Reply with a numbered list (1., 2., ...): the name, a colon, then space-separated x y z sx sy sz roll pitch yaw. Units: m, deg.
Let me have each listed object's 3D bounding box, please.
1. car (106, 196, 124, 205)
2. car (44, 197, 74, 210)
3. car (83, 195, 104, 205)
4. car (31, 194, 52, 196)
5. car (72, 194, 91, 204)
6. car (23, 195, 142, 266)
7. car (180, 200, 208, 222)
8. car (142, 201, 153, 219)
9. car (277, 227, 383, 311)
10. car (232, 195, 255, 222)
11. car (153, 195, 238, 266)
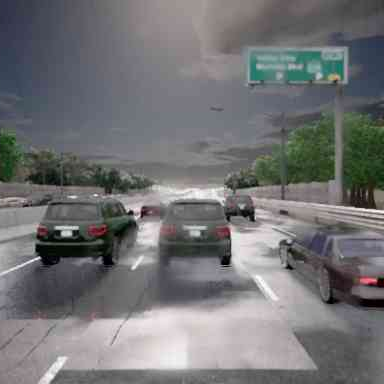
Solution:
1. car: -13.659 1.491 59.260 1.882 1.535 5.008 0 1 1
2. car: -17.375 1.514 43.725 1.837 1.490 4.892 0 0 1
3. car: -17.178 1.365 58.259 2.097 1.767 4.553 0 0 1
4. car: -20.849 1.235 45.505 2.150 2.045 5.566 0 0 1
5. car: -20.592 1.365 62.181 2.097 1.767 4.553 0 0 1
6. car: -3.395 1.231 11.729 2.150 2.045 5.566 0 0 0
7. car: 0.175 1.503 27.821 2.128 1.511 4.902 0 0 1
8. car: -3.313 1.489 29.357 1.882 1.535 5.008 0 0 0
9. car: 3.577 1.557 8.064 2.033 1.411 5.357 0 0 1
10. car: 3.670 1.232 27.007 2.150 2.045 5.566 0 0 1
11. car: 0.105 1.230 11.704 2.150 2.045 5.566 0 0 0
